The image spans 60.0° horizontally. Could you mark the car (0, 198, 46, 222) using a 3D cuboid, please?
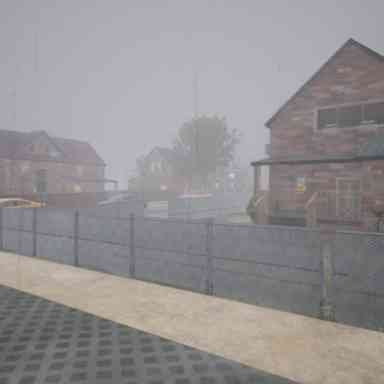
[{"bbox_3d":[-11.709,1.154,20.837,1.882,1.535,5.008,1,2,35],"label":"car"}]

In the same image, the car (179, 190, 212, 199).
[{"bbox_3d":[0.449,0.535,37.971,2.097,1.767,4.553,1,2,36],"label":"car"}]

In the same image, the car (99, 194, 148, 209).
[{"bbox_3d":[-5.959,0.947,28.956,1.837,1.490,4.892,1,2,35],"label":"car"}]
